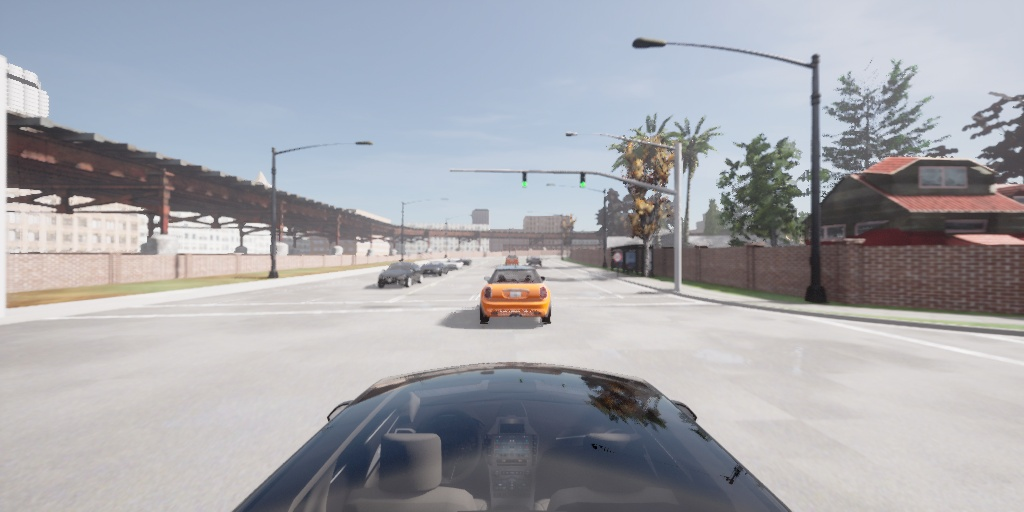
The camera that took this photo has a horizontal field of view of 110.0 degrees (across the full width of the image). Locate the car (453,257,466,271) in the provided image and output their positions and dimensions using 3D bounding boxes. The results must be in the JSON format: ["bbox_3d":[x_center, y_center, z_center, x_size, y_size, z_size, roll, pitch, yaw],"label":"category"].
[{"bbox_3d":[-6.995,1.028,42.500,1.895,1.301,4.718,0,1,0],"label":"car"}]

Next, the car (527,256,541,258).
[{"bbox_3d":[3.507,0.721,53.943,2.128,1.511,4.902,0,1,0],"label":"car"}]

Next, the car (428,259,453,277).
[{"bbox_3d":[-7.025,1.134,32.534,1.994,1.385,4.181,0,1,1],"label":"car"}]

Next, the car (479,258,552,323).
[{"bbox_3d":[0.103,1.092,12.179,2.097,1.767,4.553,0,0,0],"label":"car"}]

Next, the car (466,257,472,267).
[{"bbox_3d":[-6.994,0.843,52.848,1.895,1.301,4.718,0,1,0],"label":"car"}]

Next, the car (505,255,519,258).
[{"bbox_3d":[0.007,0.568,54.509,2.097,1.767,4.553,0,1,0],"label":"car"}]

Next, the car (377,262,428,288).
[{"bbox_3d":[-7.086,1.168,23.188,1.837,1.490,4.892,0,1,0],"label":"car"}]
